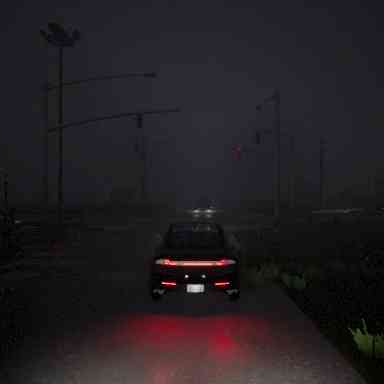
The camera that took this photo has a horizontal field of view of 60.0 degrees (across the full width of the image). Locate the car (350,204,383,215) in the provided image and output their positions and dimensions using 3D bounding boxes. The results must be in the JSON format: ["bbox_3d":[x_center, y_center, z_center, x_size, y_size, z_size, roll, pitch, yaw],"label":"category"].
[{"bbox_3d":[13.535,1.461,22.766,4.718,1.301,1.895,-2,0,5],"label":"car"}]

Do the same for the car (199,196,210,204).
[{"bbox_3d":[2.435,1.529,62.049,1.994,1.385,4.181,0,0,3],"label":"car"}]

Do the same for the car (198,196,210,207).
[{"bbox_3d":[1.902,1.443,52.107,1.882,1.535,5.008,0,0,3],"label":"car"}]

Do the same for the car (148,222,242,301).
[{"bbox_3d":[0.080,1.492,8.314,2.128,1.511,4.902,0,0,0],"label":"car"}]

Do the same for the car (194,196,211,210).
[{"bbox_3d":[1.429,1.491,42.899,1.812,1.442,4.674,0,0,3],"label":"car"}]
